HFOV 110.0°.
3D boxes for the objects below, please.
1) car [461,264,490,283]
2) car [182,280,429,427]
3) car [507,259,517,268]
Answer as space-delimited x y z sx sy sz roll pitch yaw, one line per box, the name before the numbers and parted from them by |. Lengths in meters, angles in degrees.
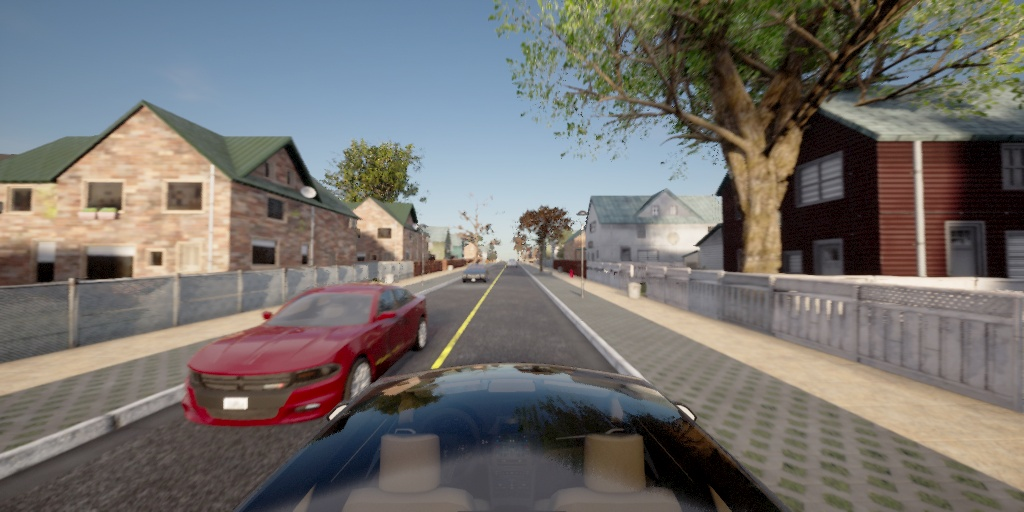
car | -2.752 1.337 28.422 2.033 1.411 5.357 0 0 0
car | -2.829 1.232 6.189 1.882 1.535 5.008 0 0 0
car | 0.012 1.411 65.268 1.812 1.442 4.674 0 0 0
